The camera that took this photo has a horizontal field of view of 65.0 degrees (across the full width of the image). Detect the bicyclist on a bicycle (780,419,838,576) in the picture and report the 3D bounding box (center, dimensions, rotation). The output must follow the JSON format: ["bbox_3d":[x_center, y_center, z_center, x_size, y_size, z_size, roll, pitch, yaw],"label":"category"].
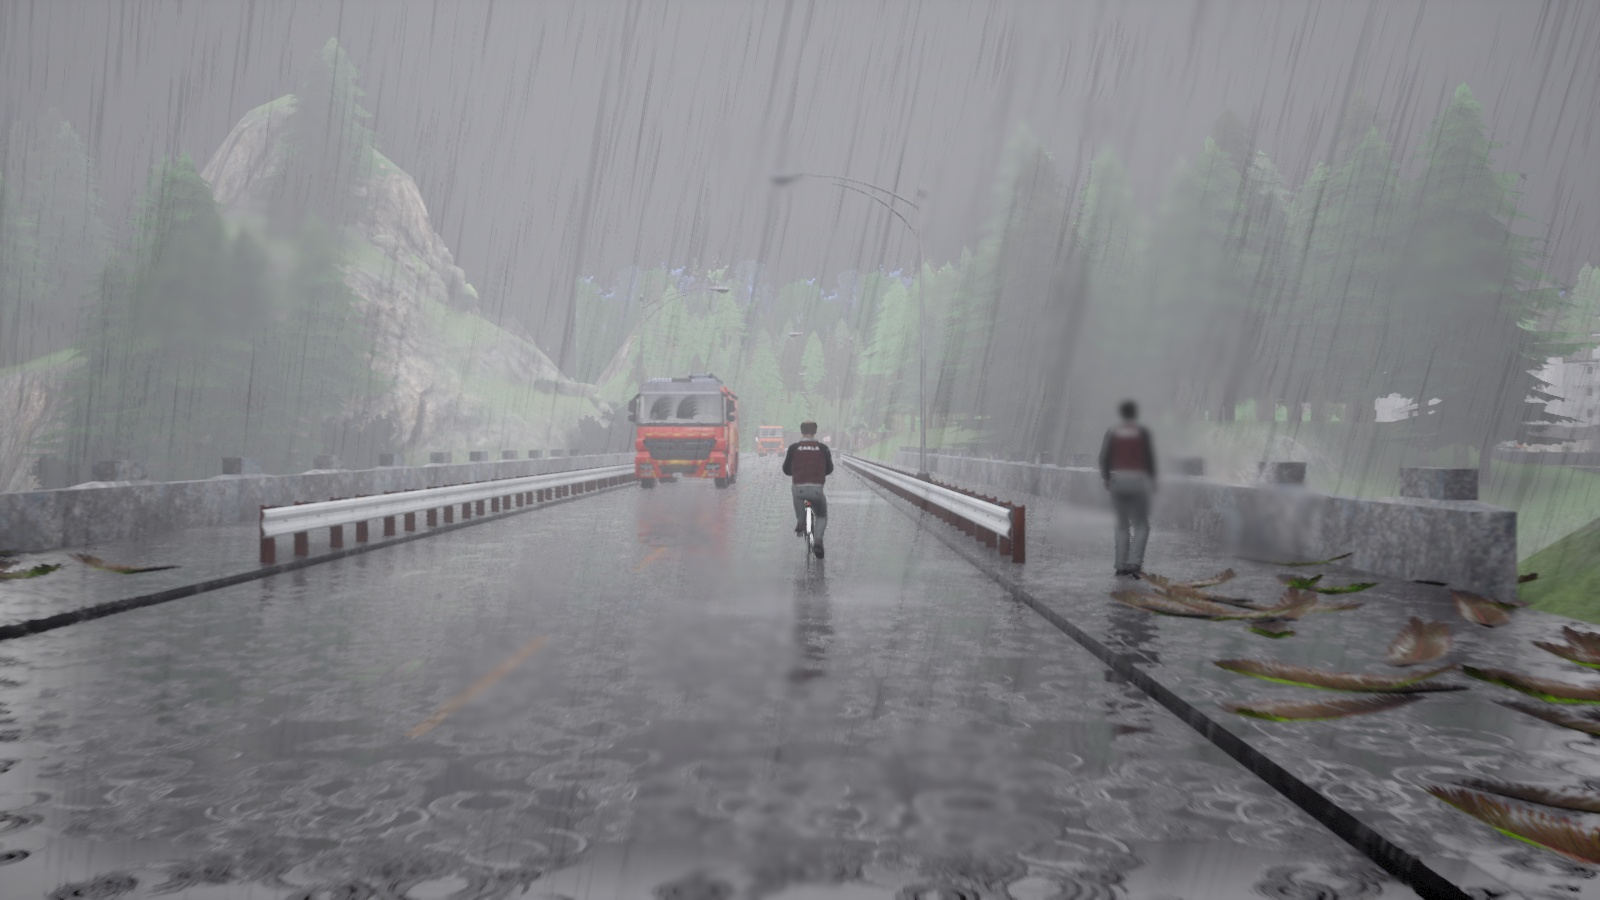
[{"bbox_3d":[0.105,0.532,15.153,0.659,1.776,1.843,0,0,0],"label":"bicyclist on a bicycle"}]

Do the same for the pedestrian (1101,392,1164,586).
[{"bbox_3d":[3.395,0.384,12.823,0.402,1.930,0.666,0,0,36],"label":"pedestrian"}]

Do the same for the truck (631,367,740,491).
[{"bbox_3d":[-3.730,-0.663,42.830,2.891,3.827,8.468,0,0,0],"label":"truck"}]
